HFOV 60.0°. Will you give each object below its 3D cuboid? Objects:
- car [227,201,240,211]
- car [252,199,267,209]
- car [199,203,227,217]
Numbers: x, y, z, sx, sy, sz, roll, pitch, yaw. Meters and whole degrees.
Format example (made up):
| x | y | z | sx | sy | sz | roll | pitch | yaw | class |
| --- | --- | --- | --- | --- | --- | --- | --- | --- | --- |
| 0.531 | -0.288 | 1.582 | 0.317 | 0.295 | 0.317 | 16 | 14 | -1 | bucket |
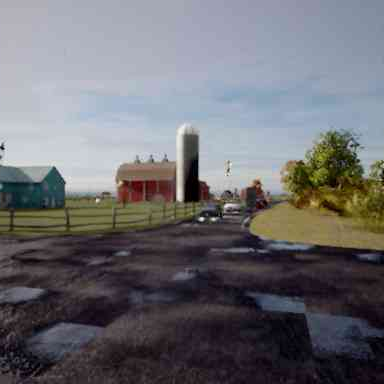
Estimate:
| x | y | z | sx | sy | sz | roll | pitch | yaw | class |
| --- | --- | --- | --- | --- | --- | --- | --- | --- | --- |
| 5.980 | 2.091 | 49.661 | 1.812 | 1.442 | 4.674 | 0 | -1 | 17 | car |
| 11.661 | 2.217 | 58.710 | 1.812 | 1.442 | 4.674 | 0 | -1 | 17 | car |
| 2.193 | 1.957 | 36.548 | 2.033 | 1.411 | 5.357 | 0 | -1 | 15 | car |
